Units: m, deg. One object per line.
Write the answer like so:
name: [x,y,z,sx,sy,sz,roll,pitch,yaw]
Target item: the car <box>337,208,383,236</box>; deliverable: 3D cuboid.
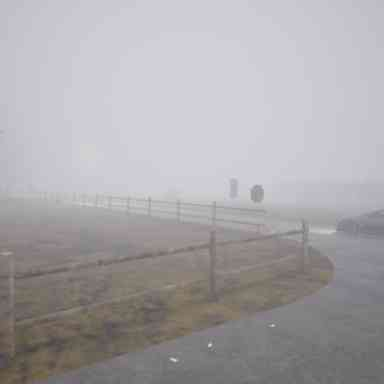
car: [9.296,1.469,16.042,4.181,1.385,1.994,1,1,36]
